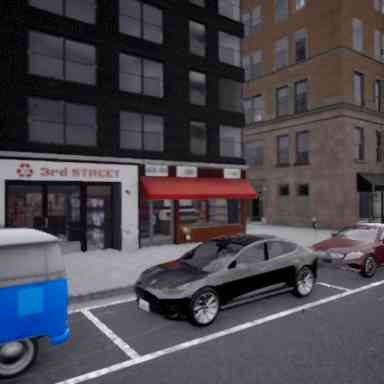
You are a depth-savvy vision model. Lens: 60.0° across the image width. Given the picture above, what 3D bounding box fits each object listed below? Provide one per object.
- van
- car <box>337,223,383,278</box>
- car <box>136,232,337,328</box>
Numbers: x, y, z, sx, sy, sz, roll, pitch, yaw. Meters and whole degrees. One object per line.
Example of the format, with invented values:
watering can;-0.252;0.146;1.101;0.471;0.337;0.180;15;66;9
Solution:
van;-3.563;1.409;3.990;3.998;1.788;1.690;0;-1;-35
car;5.428;1.647;10.333;4.206;1.307;1.802;0;-1;-35
car;0.934;1.632;7.161;4.313;1.339;1.947;0;-1;-35
